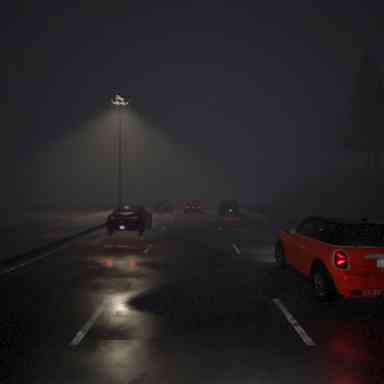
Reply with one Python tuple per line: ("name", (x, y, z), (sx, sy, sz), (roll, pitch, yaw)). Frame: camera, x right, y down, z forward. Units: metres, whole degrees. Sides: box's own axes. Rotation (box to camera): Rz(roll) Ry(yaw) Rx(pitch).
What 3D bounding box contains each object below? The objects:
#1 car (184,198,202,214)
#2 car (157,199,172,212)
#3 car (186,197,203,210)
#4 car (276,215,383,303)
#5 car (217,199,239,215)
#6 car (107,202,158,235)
("car", (0.115, 1.547, 34.830), (2.033, 1.411, 5.357), (0, 0, 0))
("car", (-3.341, 1.526, 38.873), (1.812, 1.442, 4.674), (0, 0, 1))
("car", (0.375, 1.491, 44.580), (2.128, 1.511, 4.902), (0, 0, 3))
("car", (3.600, 1.352, 8.335), (2.097, 1.767, 4.553), (0, 0, 0))
("car", (3.610, 1.503, 33.518), (1.837, 1.490, 4.892), (0, -1, 0))
("car", (-3.396, 1.491, 18.649), (2.128, 1.511, 4.902), (0, 0, 0))
